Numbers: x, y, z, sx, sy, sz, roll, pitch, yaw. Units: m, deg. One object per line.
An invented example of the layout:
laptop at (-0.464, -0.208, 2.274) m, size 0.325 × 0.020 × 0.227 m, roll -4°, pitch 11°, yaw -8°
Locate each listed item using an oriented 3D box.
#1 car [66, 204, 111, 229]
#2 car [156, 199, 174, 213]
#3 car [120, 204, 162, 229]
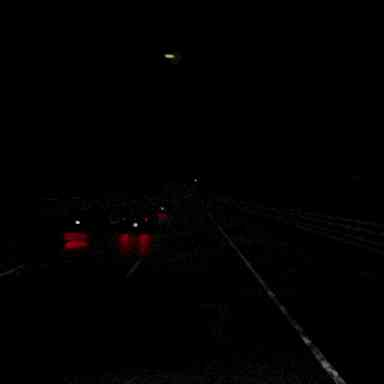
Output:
car at (-6.856, 1.590, 22.390) m, size 1.837 × 1.490 × 4.892 m, roll 0°, pitch 0°, yaw 0°
car at (-3.321, 1.651, 39.933) m, size 1.837 × 1.490 × 4.892 m, roll 0°, pitch 0°, yaw 0°
car at (-3.356, 1.684, 22.039) m, size 1.895 × 1.301 × 4.718 m, roll 0°, pitch 0°, yaw 0°
